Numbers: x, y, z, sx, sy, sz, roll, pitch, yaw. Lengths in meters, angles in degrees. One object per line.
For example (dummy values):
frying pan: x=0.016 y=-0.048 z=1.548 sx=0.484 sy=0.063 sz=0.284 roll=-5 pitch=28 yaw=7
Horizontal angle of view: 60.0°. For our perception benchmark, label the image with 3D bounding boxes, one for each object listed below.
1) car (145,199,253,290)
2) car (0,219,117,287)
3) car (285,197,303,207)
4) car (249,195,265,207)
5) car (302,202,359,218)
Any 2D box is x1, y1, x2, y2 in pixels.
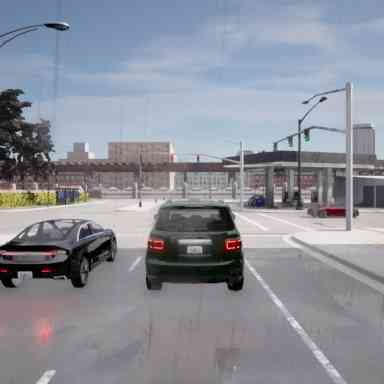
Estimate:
car: x=0.074 y=1.221 z=9.190 sx=2.150 sy=2.045 sz=5.566 roll=0 pitch=0 yaw=0
car: x=-3.430 y=1.492 z=9.274 sx=2.128 sy=1.511 sz=4.902 roll=0 pitch=0 yaw=0
car: x=15.398 y=1.456 z=50.142 sx=1.970 sy=1.475 sz=3.806 roll=0 pitch=0 yaw=0
car: x=9.654 y=1.295 z=49.373 sx=2.242 sy=1.667 sz=4.611 roll=0 pitch=0 yaw=0
car: x=12.357 y=1.564 z=29.245 sx=4.181 sy=1.385 sz=1.994 roll=0 pitch=0 yaw=-1
